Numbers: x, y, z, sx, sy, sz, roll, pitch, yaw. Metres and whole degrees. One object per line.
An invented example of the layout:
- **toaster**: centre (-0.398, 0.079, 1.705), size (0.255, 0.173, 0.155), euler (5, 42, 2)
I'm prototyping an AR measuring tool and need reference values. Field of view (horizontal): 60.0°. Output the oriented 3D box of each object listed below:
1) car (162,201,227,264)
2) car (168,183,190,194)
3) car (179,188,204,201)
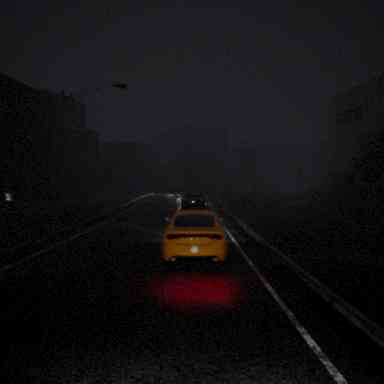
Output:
- **car**: centre (0.077, 1.324, 11.344), size (1.882, 1.535, 5.008), euler (0, 2, 0)
- **car**: centre (-1.859, -0.551, 49.445), size (1.837, 1.490, 4.892), euler (1, 3, 22)
- **car**: centre (0.093, 0.673, 29.604), size (1.994, 1.385, 4.181), euler (0, 3, 0)
